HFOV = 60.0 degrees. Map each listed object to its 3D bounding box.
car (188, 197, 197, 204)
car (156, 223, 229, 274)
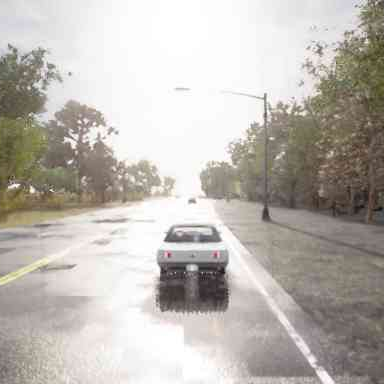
[{"bbox_3d":[0.006,1.881,73.698,2.033,1.411,5.357,0,0,0],"label":"car"},{"bbox_3d":[0.030,1.649,10.691,1.895,1.301,4.718,0,0,0],"label":"car"}]
